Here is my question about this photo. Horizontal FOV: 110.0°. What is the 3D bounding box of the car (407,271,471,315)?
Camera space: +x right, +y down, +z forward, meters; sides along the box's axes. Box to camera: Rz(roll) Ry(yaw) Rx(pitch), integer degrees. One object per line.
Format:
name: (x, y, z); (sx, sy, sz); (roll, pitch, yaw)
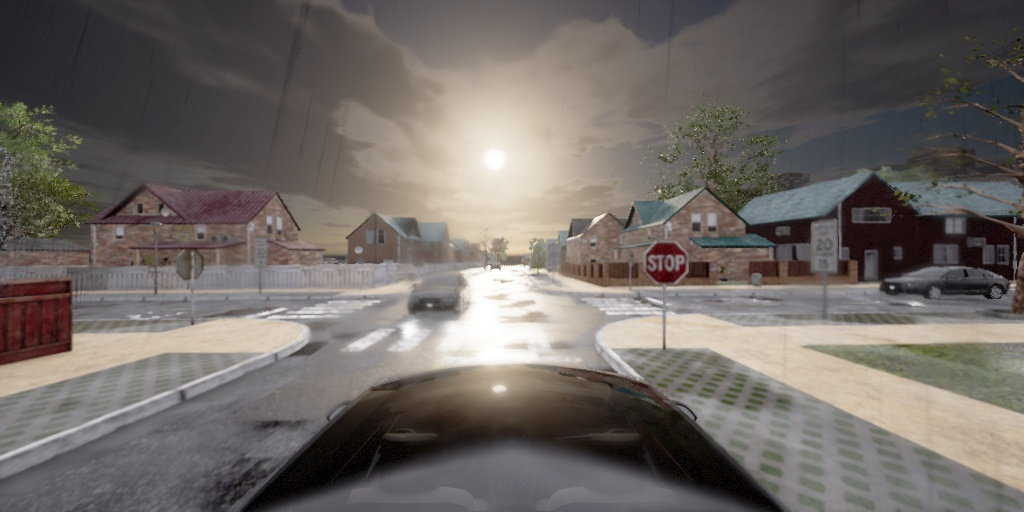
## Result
car: (-2.758, 1.403, 14.448); (1.837, 1.490, 4.892); (0, 0, 0)

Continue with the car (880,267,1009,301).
car: (20.451, 1.264, 17.063); (4.892, 1.490, 1.837); (0, 0, -2)

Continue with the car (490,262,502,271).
car: (-2.778, 1.738, 62.212); (1.882, 1.535, 5.008); (0, -1, 0)
